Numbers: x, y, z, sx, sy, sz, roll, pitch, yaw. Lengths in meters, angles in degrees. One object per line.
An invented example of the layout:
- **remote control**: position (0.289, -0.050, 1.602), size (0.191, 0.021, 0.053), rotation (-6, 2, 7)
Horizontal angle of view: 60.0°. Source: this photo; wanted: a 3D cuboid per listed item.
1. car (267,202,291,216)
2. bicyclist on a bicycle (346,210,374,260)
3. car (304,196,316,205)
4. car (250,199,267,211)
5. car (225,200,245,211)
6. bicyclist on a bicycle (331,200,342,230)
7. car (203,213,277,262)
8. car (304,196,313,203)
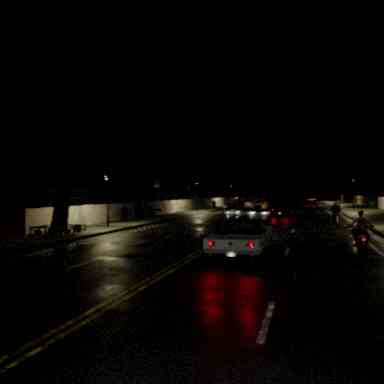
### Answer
- **car**: position (8.989, 1.715, 33.521), size (1.895, 1.301, 4.718), rotation (-1, -1, 19)
- **bicyclist on a bicycle**: position (5.786, 1.415, 11.388), size (0.866, 1.612, 1.509), rotation (-1, -1, 19)
- **car**: position (21.491, 1.596, 60.524), size (2.128, 1.511, 4.902), rotation (-1, -1, 18)
- **car**: position (9.026, 1.695, 44.444), size (1.882, 1.535, 5.008), rotation (-1, -1, 19)
- **car**: position (5.991, 1.844, 45.613), size (2.033, 1.411, 5.357), rotation (-1, -1, 19)
- **bicyclist on a bicycle**: position (8.803, 1.365, 20.302), size (0.659, 1.776, 1.843), rotation (-1, 0, 19)
- **car**: position (1.939, 1.677, 12.563), size (1.895, 1.301, 4.718), rotation (-1, -1, 19)
- **car**: position (25.546, 1.678, 72.866), size (1.812, 1.442, 4.674), rotation (-1, -1, 19)
